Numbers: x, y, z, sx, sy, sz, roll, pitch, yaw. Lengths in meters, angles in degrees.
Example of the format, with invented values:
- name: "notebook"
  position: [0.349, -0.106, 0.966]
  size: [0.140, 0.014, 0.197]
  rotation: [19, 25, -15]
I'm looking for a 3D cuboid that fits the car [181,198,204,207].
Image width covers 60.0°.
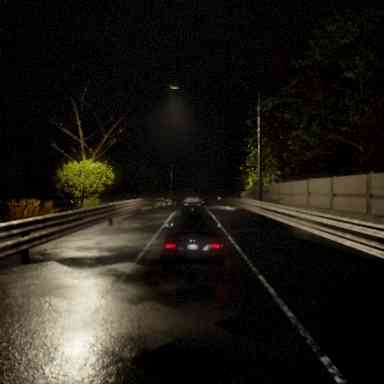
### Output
- name: "car"
  position: [0.084, 1.264, 30.110]
  size: [2.128, 1.511, 4.902]
  rotation: [0, 0, 1]

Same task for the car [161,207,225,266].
- name: "car"
  position: [0.039, 1.450, 11.142]
  size: [2.033, 1.411, 5.357]
  rotation: [0, 1, 0]
